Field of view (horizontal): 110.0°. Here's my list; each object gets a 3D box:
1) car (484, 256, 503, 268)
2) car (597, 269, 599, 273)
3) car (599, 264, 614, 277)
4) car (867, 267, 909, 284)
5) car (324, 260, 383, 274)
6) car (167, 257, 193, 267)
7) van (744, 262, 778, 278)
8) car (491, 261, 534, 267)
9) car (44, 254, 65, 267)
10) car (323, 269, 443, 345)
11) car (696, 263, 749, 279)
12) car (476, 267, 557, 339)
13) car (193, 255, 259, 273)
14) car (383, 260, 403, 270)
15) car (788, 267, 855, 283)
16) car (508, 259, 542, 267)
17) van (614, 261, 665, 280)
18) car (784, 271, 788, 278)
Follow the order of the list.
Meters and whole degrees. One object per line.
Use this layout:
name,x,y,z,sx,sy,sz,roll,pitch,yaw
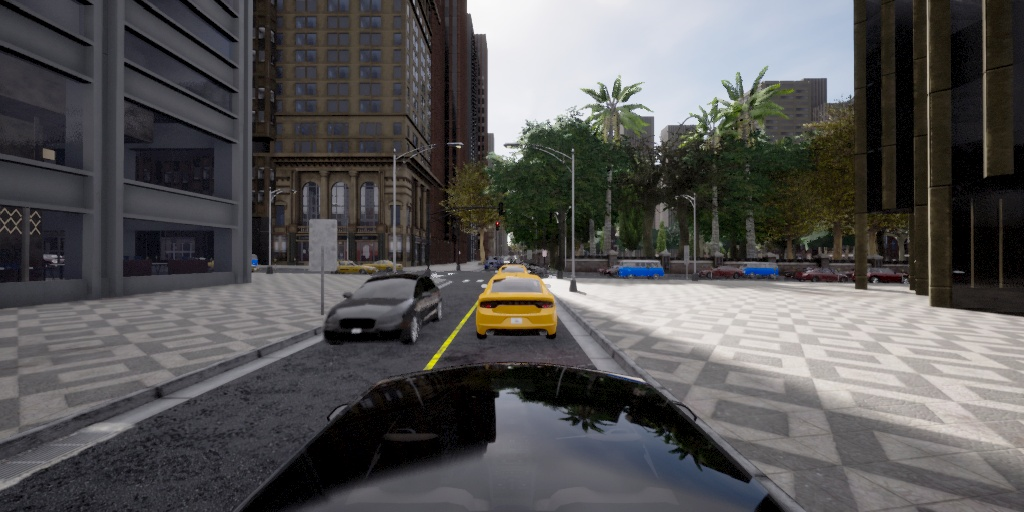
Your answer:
car,-2.973,1.034,54.336,2.150,2.045,5.566,0,0,0
car,11.980,1.605,41.699,4.207,1.307,1.802,0,0,0
car,12.638,1.567,39.035,5.357,1.411,2.033,1,0,0
car,34.032,1.779,33.039,4.097,1.591,1.967,0,0,0
car,-14.978,1.052,33.339,4.829,1.417,1.751,0,0,0
car,-37.786,0.774,42.004,4.313,1.339,1.948,0,0,0
van,28.550,1.638,41.598,3.998,1.789,1.690,0,0,0
car,0.040,1.235,20.184,1.882,1.535,5.008,0,0,0
car,-43.501,0.507,33.513,4.097,1.591,1.967,0,0,0
car,-3.084,1.258,9.550,1.837,1.490,4.892,0,-1,0
car,22.598,1.710,38.974,4.674,1.442,1.812,1,0,0
car,0.111,1.230,10.124,1.882,1.535,5.008,0,0,0
car,-26.319,0.867,33.408,4.829,1.417,1.751,0,0,0
car,-15.276,1.101,41.866,4.829,1.417,1.751,0,0,0
car,28.509,1.830,33.073,4.207,1.307,1.802,0,0,0
car,1.730,1.352,38.252,4.674,1.442,1.812,1,0,31
van,11.939,1.315,33.174,3.998,1.789,1.690,0,0,0
car,33.042,1.904,38.901,5.357,1.411,2.033,1,0,1
